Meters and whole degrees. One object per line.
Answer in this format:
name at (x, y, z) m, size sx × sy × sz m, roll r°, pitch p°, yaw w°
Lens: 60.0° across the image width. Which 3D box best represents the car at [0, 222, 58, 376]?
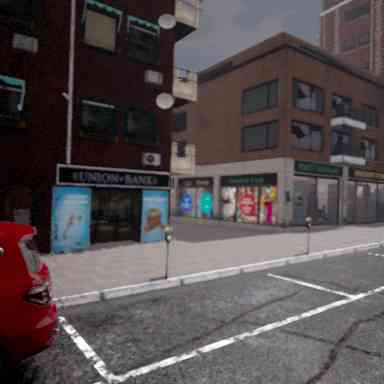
car at (-3.962, 1.310, 3.237) m, size 5.009 × 1.841 × 2.192 m, roll 0°, pitch 2°, yaw -35°
